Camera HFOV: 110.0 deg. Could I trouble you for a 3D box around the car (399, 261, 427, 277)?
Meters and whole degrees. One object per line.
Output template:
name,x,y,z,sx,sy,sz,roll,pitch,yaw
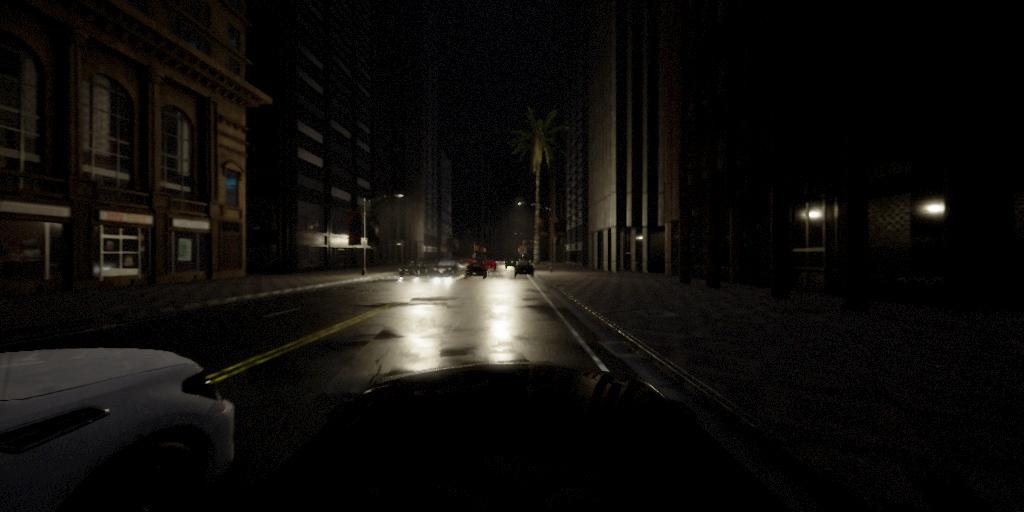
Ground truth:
car,-9.829,1.252,35.943,1.837,1.490,4.892,0,0,0

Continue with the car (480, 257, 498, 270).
car,-3.138,1.234,51.212,1.882,1.535,5.008,0,0,0

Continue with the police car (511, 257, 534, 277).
police car,1.146,1.172,35.298,1.930,1.638,5.238,0,0,0

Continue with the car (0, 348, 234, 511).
car,-3.152,0.969,0.272,2.150,2.045,5.566,0,0,0

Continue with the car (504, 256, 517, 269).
car,0.013,0.981,54.795,2.150,2.045,5.566,0,0,0

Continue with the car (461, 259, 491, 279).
car,-3.144,1.272,32.470,1.812,1.442,4.674,0,0,0

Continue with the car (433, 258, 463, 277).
car,-6.579,1.239,36.076,2.128,1.511,4.902,0,0,0
